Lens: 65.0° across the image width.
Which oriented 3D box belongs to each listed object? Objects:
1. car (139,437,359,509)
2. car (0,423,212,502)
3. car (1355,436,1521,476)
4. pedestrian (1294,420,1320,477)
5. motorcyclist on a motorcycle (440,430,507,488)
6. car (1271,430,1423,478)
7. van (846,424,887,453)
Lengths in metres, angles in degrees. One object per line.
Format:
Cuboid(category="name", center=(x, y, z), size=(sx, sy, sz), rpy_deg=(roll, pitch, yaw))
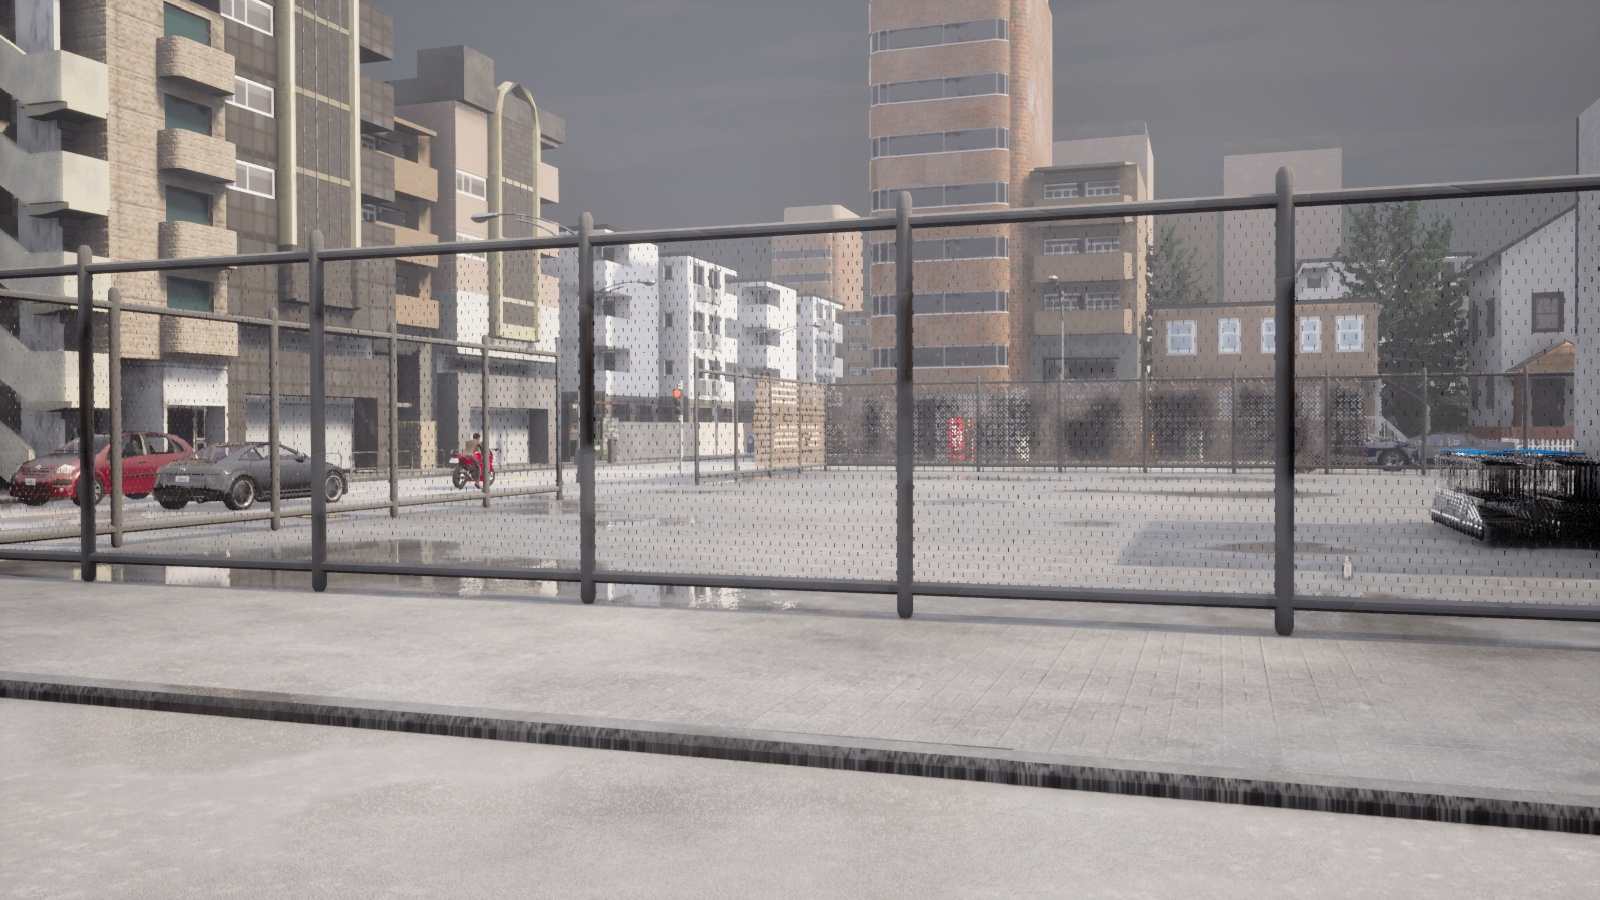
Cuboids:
Cuboid(category="car", center=(-11.558, 0.420, 26.662), size=(1.994, 1.385, 4.181), rpy_deg=(1, 1, 18))
Cuboid(category="car", center=(-15.348, 0.220, 27.950), size=(1.851, 1.617, 3.988), rpy_deg=(1, 1, 18))
Cuboid(category="car", center=(24.080, 0.201, 47.652), size=(5.357, 1.411, 2.033), rpy_deg=(1, 1, 19))
Cuboid(category="pedestrian", center=(16.345, -0.051, 40.494), size=(0.703, 1.840, 0.431), rpy_deg=(0, 1, 14))
Cuboid(category="motorcyclist on a motorcycle", center=(-8.945, 0.223, 34.468), size=(0.797, 1.523, 2.044), rpy_deg=(1, 1, 19))
Cuboid(category="car", center=(19.504, 0.109, 44.994), size=(4.856, 1.649, 2.033), rpy_deg=(1, 1, 20))
Cuboid(category="van", center=(4.679, -0.807, 87.688), size=(1.775, 1.987, 4.442), rpy_deg=(1, 1, 19))
